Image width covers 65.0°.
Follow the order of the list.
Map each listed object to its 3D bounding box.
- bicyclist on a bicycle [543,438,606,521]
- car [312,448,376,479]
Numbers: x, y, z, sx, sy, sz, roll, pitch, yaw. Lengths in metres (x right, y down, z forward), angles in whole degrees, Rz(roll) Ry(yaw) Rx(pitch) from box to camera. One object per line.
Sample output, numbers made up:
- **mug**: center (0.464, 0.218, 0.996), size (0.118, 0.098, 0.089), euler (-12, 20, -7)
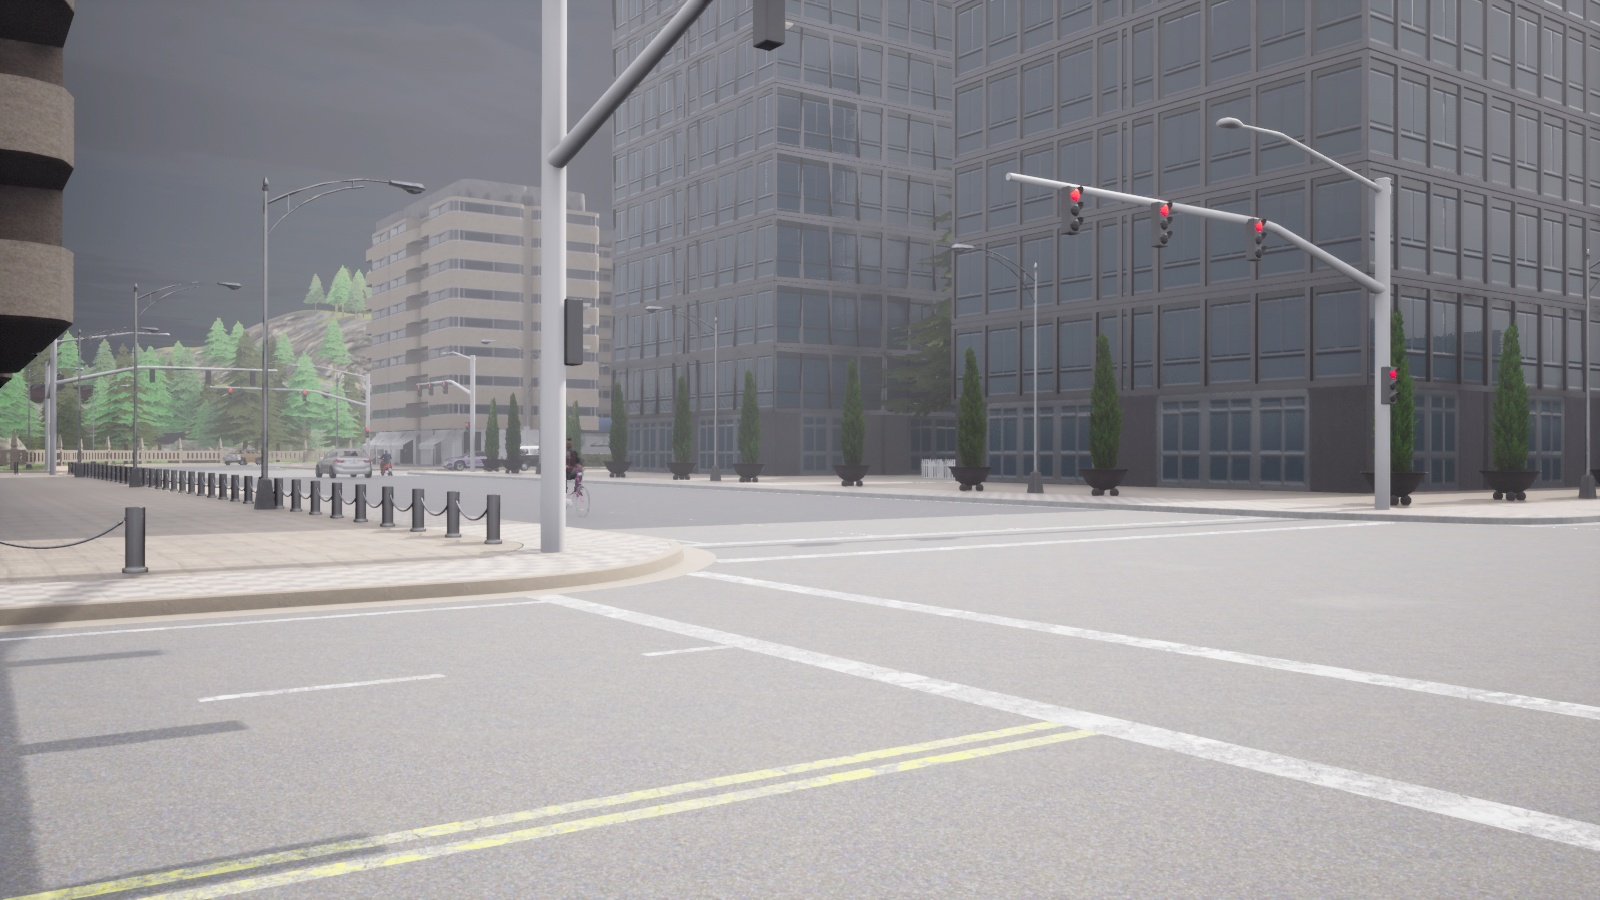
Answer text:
- **bicyclist on a bicycle**: center (-5.010, 0.639, 27.820), size (0.659, 1.776, 1.843), euler (0, 0, -35)
- **car**: center (-25.523, 0.760, 70.225), size (2.242, 1.667, 4.611), euler (0, 0, -35)
